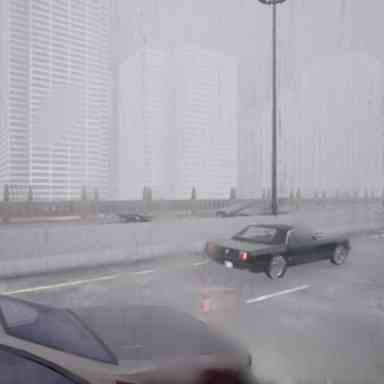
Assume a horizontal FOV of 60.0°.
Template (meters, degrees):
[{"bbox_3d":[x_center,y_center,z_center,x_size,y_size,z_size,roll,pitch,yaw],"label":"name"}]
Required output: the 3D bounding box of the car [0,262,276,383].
[{"bbox_3d":[-1.954,1.546,2.353,5.357,1.411,2.033,0,0,-35],"label":"car"}]

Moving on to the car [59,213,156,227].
[{"bbox_3d":[-3.343,1.613,14.505,4.718,1.301,1.895,0,0,-35],"label":"car"}]

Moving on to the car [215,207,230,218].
[{"bbox_3d":[4.513,1.591,28.706,5.357,1.411,2.033,0,0,-35],"label":"car"}]

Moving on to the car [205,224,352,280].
[{"bbox_3d":[2.776,1.618,10.025,4.718,1.301,1.895,0,0,-35],"label":"car"}]

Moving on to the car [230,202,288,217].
[{"bbox_3d":[5.288,1.604,24.959,4.181,1.385,1.994,0,0,-35],"label":"car"}]
